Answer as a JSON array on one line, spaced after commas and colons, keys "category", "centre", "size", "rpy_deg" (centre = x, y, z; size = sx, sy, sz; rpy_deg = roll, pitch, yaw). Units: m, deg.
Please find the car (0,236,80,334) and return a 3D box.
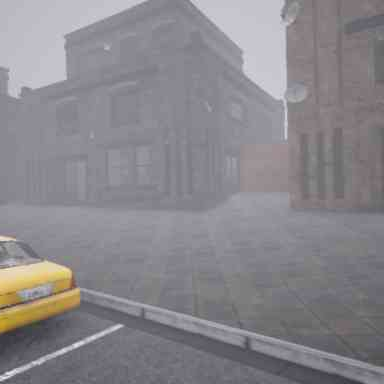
[{"category": "car", "centre": [-4.403, 1.455, 6.354], "size": [5.366, 1.575, 1.946], "rpy_deg": [0, 0, 35]}]
